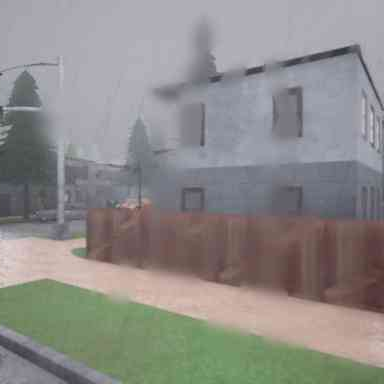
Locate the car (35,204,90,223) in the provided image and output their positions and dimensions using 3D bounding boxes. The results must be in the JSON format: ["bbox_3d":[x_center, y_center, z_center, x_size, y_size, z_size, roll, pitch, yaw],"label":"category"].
[{"bbox_3d":[-9.225,1.580,24.943,1.895,1.301,4.718,0,0,28],"label":"car"}]

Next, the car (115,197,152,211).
[{"bbox_3d":[-5.730,1.330,33.156,2.097,1.767,4.553,0,0,19],"label":"car"}]
